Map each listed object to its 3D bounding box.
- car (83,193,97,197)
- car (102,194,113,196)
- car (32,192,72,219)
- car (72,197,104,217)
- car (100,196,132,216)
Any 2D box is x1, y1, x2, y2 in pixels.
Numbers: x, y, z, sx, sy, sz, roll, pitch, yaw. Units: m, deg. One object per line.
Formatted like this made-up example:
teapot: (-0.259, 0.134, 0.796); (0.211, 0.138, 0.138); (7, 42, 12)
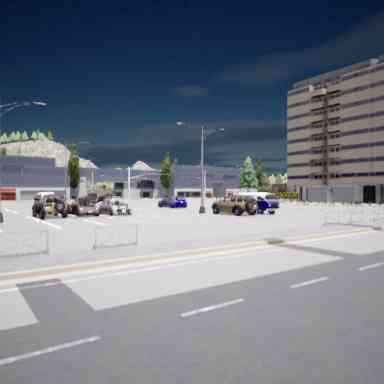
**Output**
car: (-18.713, 1.163, 61.521); (1.905, 1.878, 3.866); (0, 0, -35)
car: (-10.883, 1.403, 45.674); (1.970, 1.475, 3.806); (0, 0, -35)
car: (-11.455, 1.161, 26.753); (1.932, 1.855, 4.605); (0, 0, -35)
car: (-9.288, 1.372, 28.338); (1.784, 1.438, 3.905); (0, 0, -35)
car: (-6.919, 1.404, 30.002); (1.970, 1.475, 3.806); (0, 0, -35)
